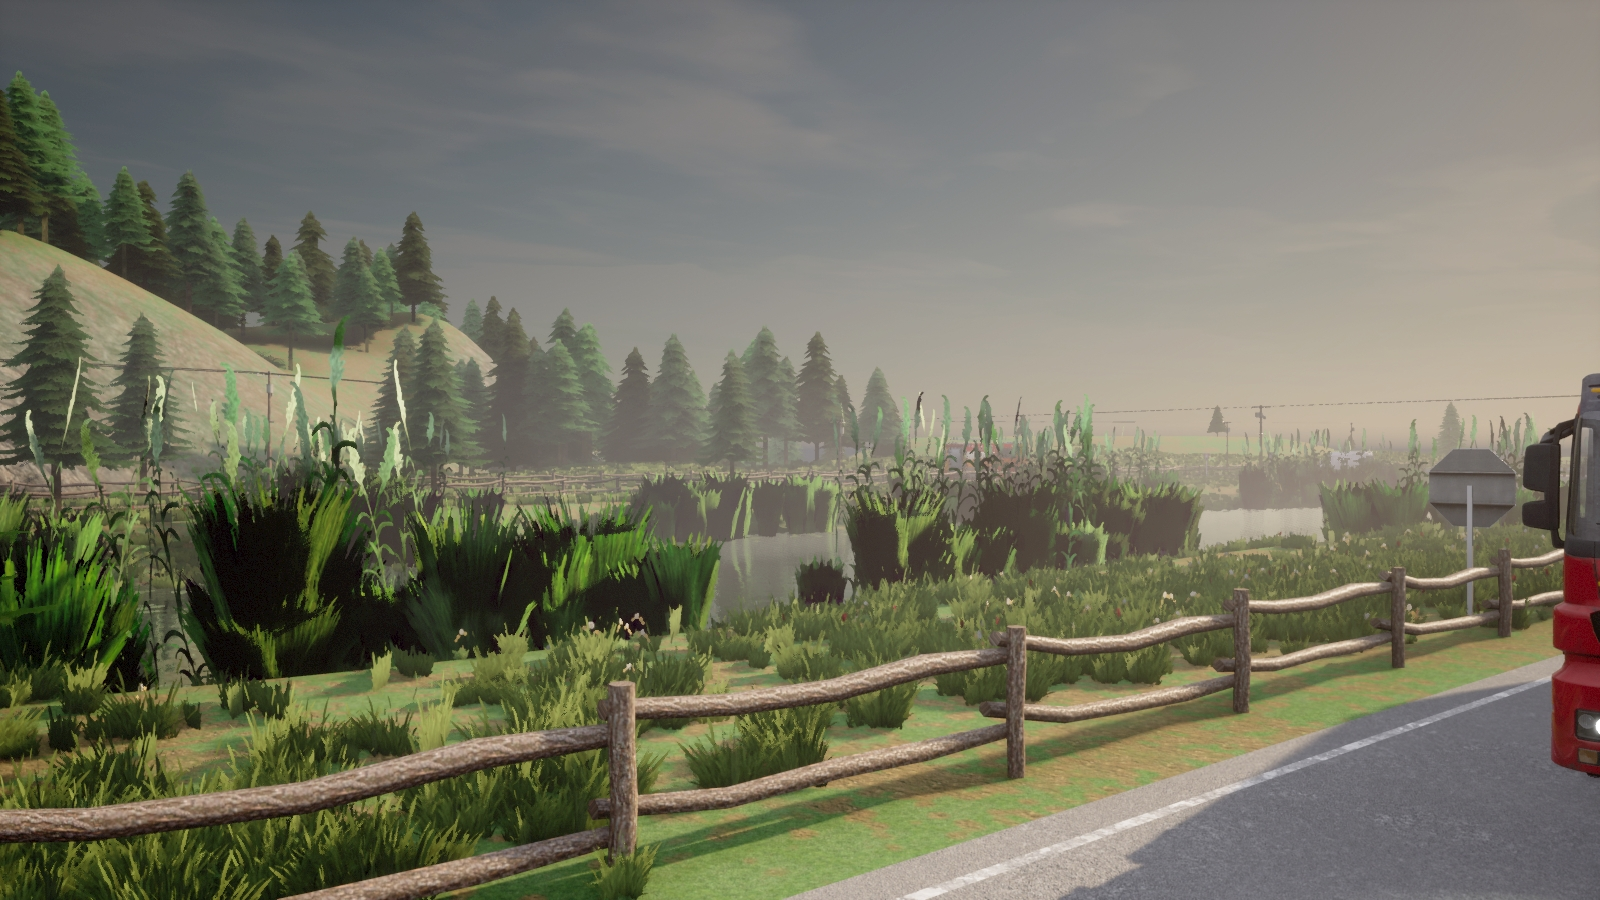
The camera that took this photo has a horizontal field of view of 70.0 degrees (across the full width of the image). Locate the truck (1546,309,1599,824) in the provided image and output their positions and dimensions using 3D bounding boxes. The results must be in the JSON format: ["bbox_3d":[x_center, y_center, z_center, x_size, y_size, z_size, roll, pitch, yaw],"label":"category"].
[{"bbox_3d":[9.557,0.862,10.962,2.891,3.827,8.468,0,0,41],"label":"truck"}]
